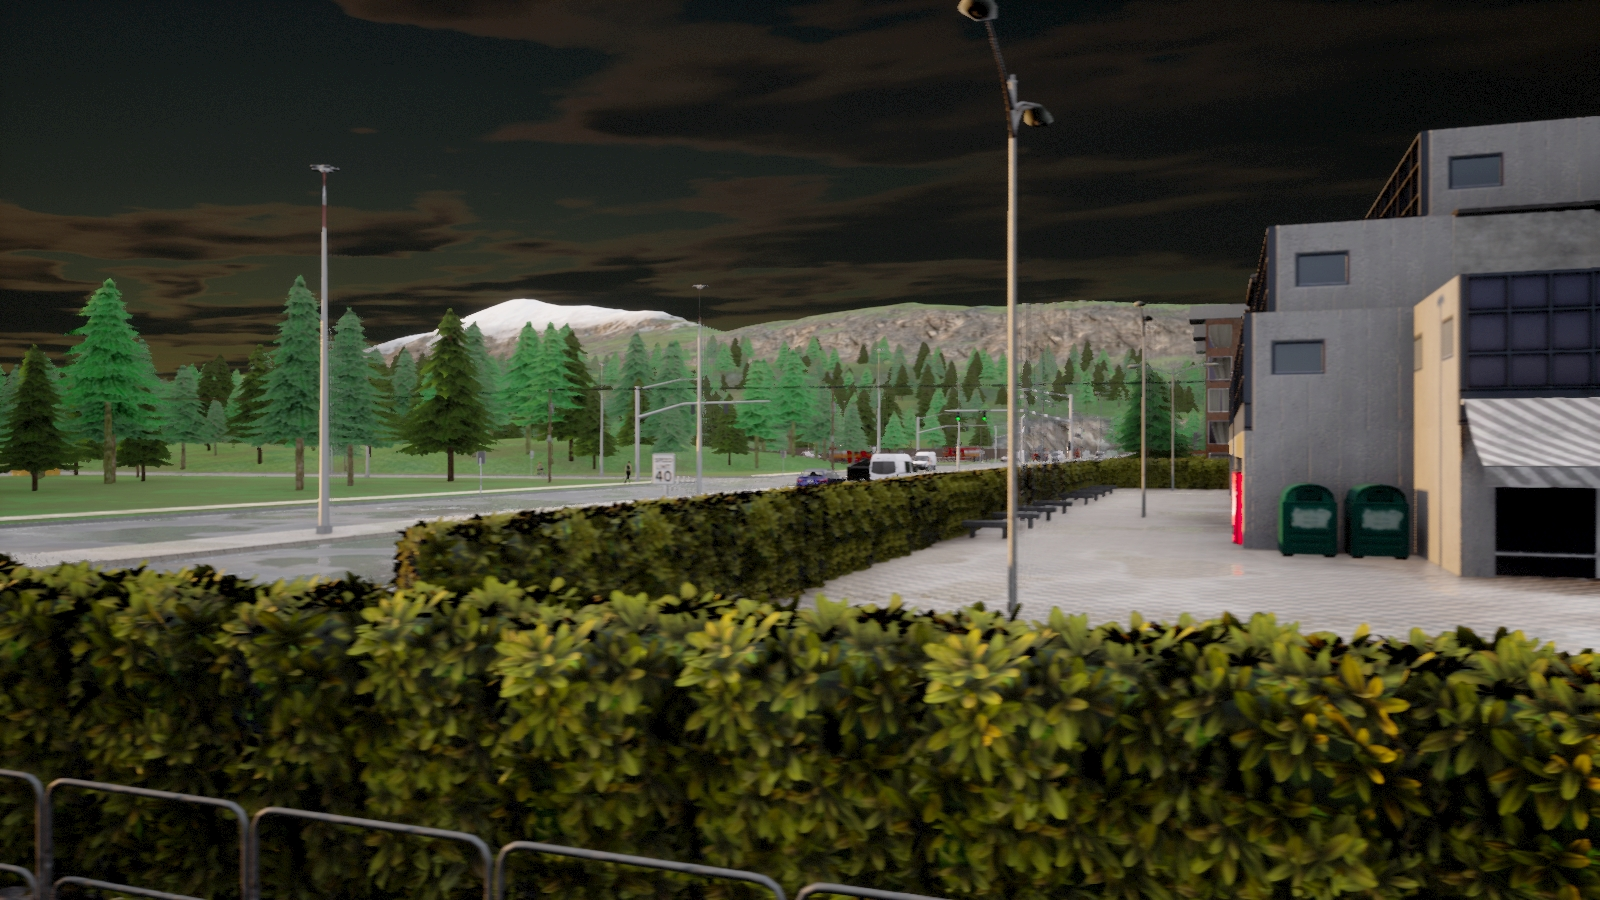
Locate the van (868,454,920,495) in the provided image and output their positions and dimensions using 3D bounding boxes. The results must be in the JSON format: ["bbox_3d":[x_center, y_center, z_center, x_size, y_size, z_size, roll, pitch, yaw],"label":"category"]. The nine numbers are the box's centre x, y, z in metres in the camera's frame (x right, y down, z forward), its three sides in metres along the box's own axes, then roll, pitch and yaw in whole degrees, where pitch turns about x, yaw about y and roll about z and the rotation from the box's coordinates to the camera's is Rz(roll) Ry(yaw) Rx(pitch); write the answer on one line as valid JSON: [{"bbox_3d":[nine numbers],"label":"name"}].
[{"bbox_3d":[6.188,1.534,74.469,1.988,2.561,5.915,0,0,20],"label":"van"}]

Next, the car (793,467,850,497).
[{"bbox_3d":[1.374,1.966,71.338,2.242,1.667,4.611,0,0,20],"label":"car"}]
